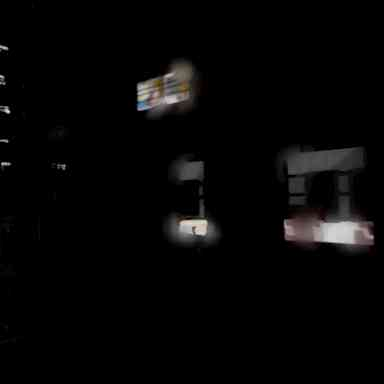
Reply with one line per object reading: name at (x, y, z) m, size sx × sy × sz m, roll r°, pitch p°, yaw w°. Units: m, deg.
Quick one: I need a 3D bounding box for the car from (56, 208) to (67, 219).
car at (-10.389, 1.698, 30.905) m, size 1.887 × 1.381 × 4.507 m, roll -1°, pitch 0°, yaw 36°
